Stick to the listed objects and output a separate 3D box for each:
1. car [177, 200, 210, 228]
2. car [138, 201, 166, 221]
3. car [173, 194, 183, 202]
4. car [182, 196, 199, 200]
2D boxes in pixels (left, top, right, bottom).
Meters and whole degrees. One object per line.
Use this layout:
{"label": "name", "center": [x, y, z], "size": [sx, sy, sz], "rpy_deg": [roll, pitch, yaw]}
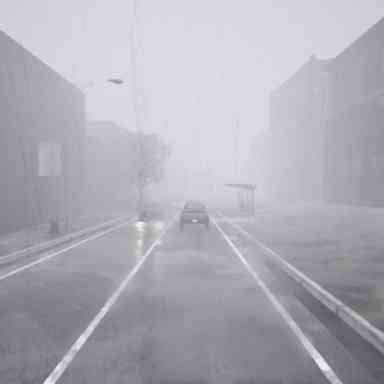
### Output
{"label": "car", "center": [0.157, 1.505, 22.157], "size": [2.128, 1.511, 4.902], "rpy_deg": [0, 0, 0]}
{"label": "car", "center": [-3.249, 1.532, 27.652], "size": [1.837, 1.490, 4.892], "rpy_deg": [0, 0, 1]}
{"label": "car", "center": [-2.748, 1.166, 68.036], "size": [2.097, 1.767, 4.553], "rpy_deg": [0, 1, 1]}
{"label": "car", "center": [0.217, 1.516, 42.459], "size": [2.128, 1.511, 4.902], "rpy_deg": [0, 0, 0]}
